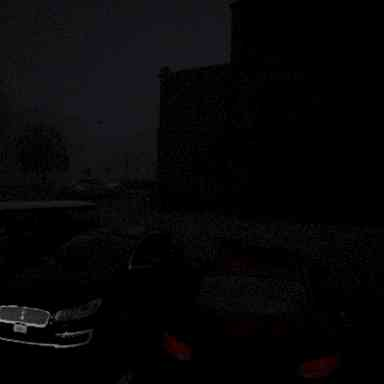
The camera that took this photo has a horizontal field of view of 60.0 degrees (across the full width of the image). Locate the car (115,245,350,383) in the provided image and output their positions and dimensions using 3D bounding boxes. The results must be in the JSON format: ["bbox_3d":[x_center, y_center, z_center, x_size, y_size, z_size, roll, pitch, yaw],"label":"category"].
[{"bbox_3d":[0.957,1.509,4.736,2.002,1.452,4.674,0,0,15],"label":"car"}]

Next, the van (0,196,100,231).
[{"bbox_3d":[-4.015,1.203,8.085,1.878,1.987,4.442,1,0,14],"label":"van"}]

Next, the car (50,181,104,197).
[{"bbox_3d":[-11.494,0.044,32.439,4.674,1.452,2.002,1,6,9],"label":"car"}]

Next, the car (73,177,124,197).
[{"bbox_3d":[-10.022,-0.533,35.045,5.566,2.045,2.435,1,6,9],"label":"car"}]

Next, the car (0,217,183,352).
[{"bbox_3d":[-1.506,1.451,6.481,2.231,1.521,4.892,1,0,15],"label":"car"}]

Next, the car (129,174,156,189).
[{"bbox_3d":[-5.700,-1.144,42.980,4.892,1.521,2.231,1,6,9],"label":"car"}]
